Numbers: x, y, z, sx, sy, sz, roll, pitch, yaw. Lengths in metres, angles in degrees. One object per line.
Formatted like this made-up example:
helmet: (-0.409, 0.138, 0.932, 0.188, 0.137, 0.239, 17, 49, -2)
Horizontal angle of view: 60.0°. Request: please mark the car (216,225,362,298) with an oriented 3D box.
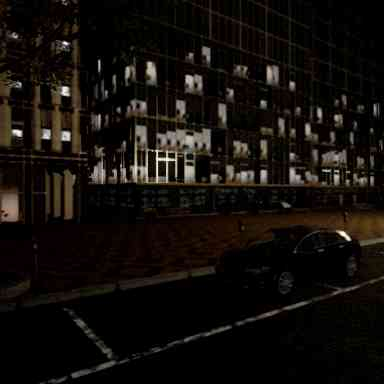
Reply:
car: (2.577, 1.544, 8.397, 4.403, 1.369, 2.008, 0, 0, -35)
